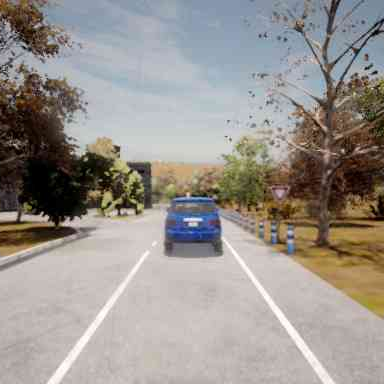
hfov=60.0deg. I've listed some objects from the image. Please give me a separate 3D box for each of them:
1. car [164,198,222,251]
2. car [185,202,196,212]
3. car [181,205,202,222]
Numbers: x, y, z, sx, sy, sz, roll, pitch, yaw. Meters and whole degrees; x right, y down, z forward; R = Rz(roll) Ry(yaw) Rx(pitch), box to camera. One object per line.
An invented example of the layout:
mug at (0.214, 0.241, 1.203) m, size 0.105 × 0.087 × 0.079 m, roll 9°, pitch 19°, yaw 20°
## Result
car at (0.030, 1.264, 14.326) m, size 2.150 × 2.045 × 5.566 m, roll 0°, pitch -1°, yaw 0°
car at (-0.265, 2.936, 65.619) m, size 2.097 × 1.767 × 4.553 m, roll 0°, pitch -2°, yaw 0°
car at (-0.033, 1.936, 31.286) m, size 1.837 × 1.490 × 4.892 m, roll 0°, pitch -2°, yaw 0°
